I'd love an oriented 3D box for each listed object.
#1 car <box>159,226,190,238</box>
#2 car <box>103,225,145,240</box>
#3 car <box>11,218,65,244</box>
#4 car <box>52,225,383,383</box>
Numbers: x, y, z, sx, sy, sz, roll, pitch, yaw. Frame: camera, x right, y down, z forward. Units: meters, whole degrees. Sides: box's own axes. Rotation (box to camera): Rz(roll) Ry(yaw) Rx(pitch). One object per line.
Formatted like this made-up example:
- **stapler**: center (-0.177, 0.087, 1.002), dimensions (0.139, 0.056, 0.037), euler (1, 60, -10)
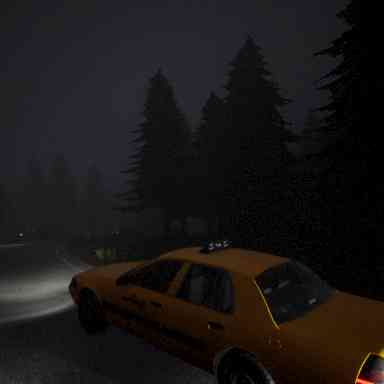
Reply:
- **car**: center (-2.309, 5.544, 46.279), dimensions (1.882, 1.535, 5.008), euler (-5, -8, 30)
- **car**: center (-7.433, 4.510, 36.974), dimensions (2.033, 1.411, 5.357), euler (-4, -8, 20)
- **car**: center (-12.735, 3.228, 28.173), dimensions (2.150, 2.045, 5.566), euler (-4, -7, 7)
- **car**: center (0.125, 1.441, 4.751), dimensions (5.366, 1.575, 1.801), euler (0, 1, 43)
